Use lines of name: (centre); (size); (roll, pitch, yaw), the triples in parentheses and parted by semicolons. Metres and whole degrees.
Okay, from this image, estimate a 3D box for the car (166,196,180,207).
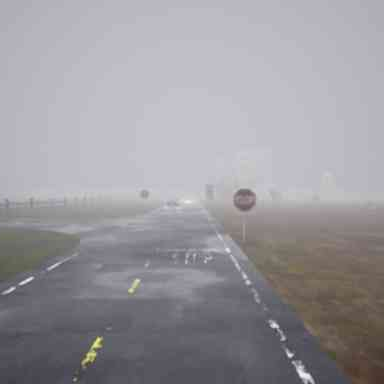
car: (-2.745, 1.353, 48.786); (1.882, 1.535, 5.008); (0, 0, 0)
